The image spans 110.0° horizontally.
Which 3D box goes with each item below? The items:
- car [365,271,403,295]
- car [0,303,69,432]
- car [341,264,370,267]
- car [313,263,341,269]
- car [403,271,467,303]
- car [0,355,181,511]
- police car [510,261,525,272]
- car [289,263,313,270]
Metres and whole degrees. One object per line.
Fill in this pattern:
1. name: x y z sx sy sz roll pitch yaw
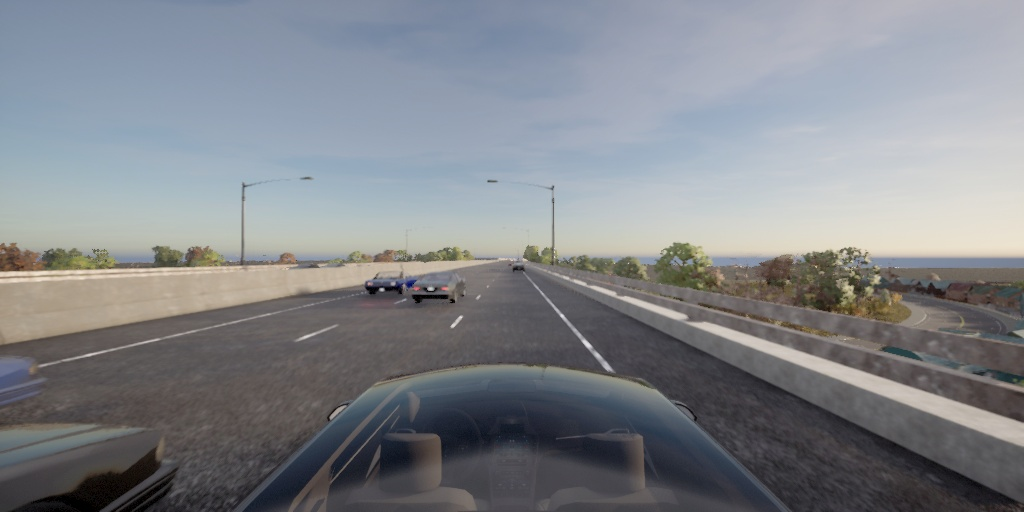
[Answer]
1. car: -6.898 1.531 21.255 1.895 1.301 4.718 0 -1 0
2. car: -6.900 1.301 2.078 2.033 1.411 5.357 0 -1 0
3. car: -17.572 1.719 41.683 1.895 1.301 4.718 0 -1 0
4. car: -21.064 1.604 42.621 1.882 1.535 5.008 0 -1 0
5. car: -3.399 1.442 17.483 2.033 1.411 5.357 0 -1 0
6. car: -3.401 1.283 0.155 2.033 1.411 5.357 0 -1 0
7. police car: 1.055 1.671 55.872 1.930 1.638 5.238 0 -1 0
8. car: -24.562 1.633 42.761 1.837 1.490 4.892 0 -1 0
